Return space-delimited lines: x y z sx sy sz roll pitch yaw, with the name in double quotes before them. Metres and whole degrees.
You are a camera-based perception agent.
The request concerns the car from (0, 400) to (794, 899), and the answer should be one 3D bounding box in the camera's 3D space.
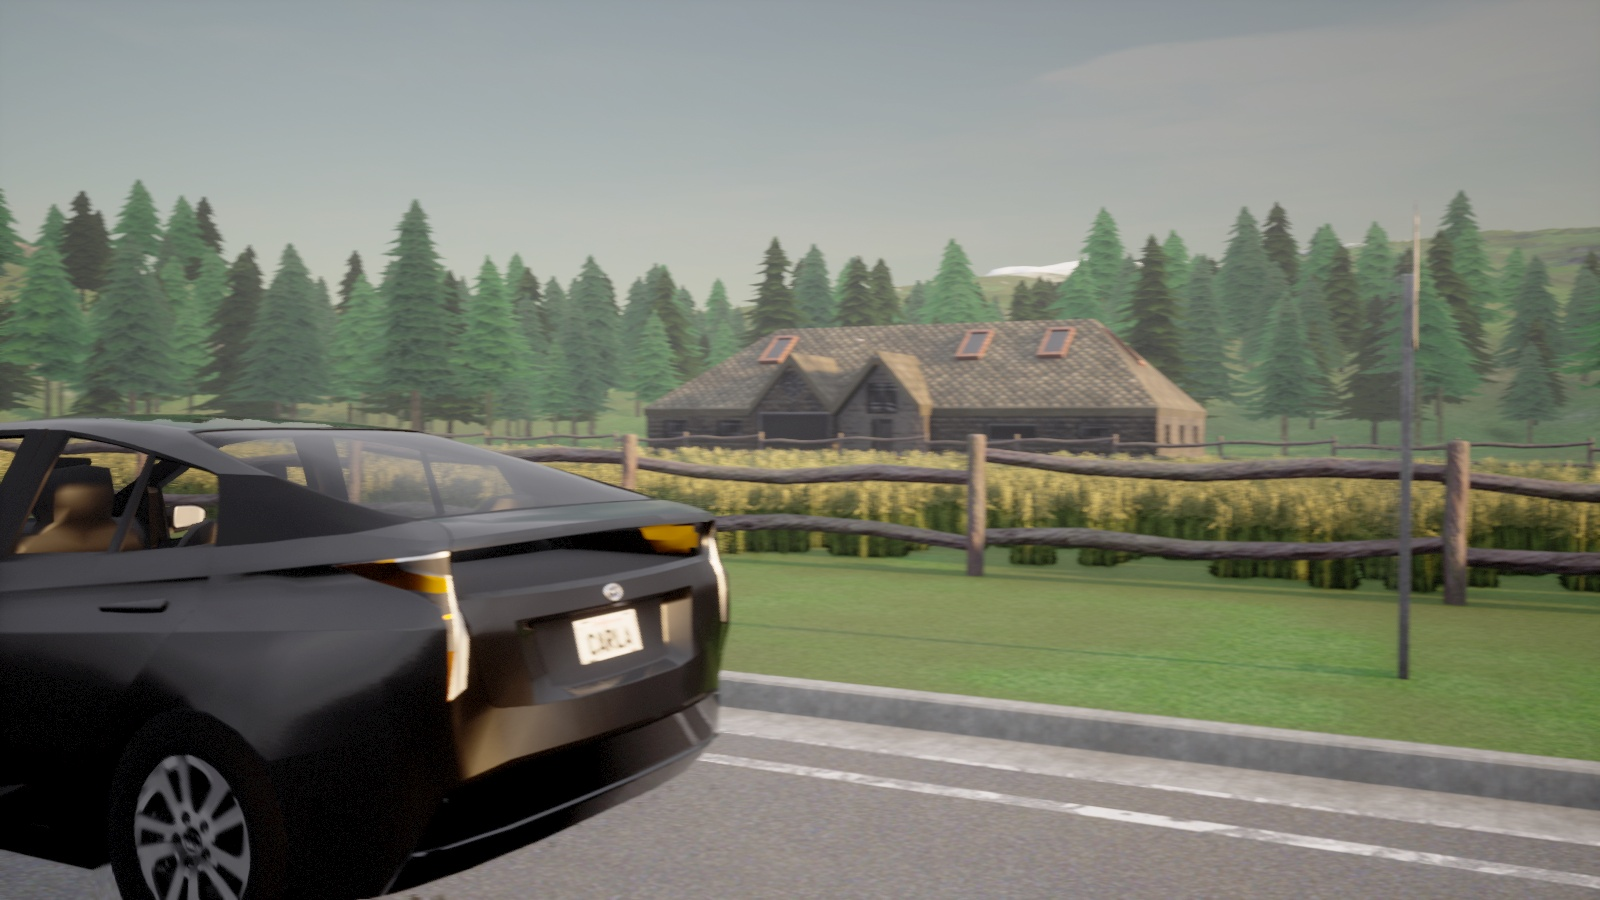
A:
"car" -2.496 0.637 4.776 4.514 1.525 2.007 0 1 27
